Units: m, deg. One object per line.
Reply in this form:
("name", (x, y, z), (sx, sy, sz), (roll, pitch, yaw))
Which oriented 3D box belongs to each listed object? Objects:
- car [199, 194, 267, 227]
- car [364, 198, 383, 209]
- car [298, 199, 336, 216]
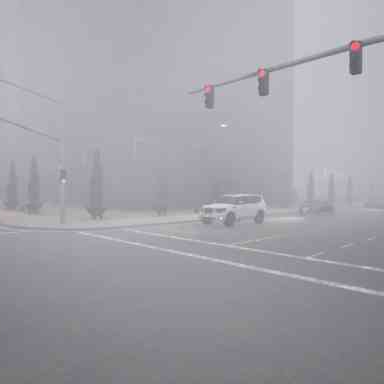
("car", (2.939, 1.159, 22.822), (5.566, 2.045, 2.150), (0, 0, -44))
("car", (24.264, 1.519, 43.662), (4.181, 1.385, 1.994), (0, 0, -44))
("car", (11.937, 1.437, 31.654), (4.902, 1.511, 2.128), (0, 0, -45))
